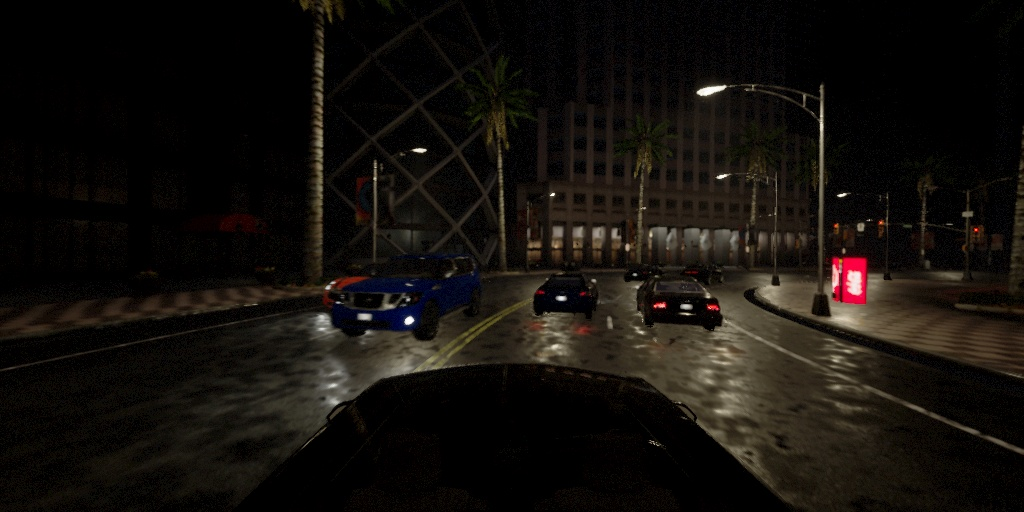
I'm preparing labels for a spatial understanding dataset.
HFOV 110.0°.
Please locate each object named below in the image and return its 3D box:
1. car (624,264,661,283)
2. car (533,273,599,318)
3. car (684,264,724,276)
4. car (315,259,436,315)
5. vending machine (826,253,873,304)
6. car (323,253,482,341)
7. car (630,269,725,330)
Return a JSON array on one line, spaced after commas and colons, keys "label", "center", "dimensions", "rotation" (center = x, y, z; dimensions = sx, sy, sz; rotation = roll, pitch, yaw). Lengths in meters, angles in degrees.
[{"label": "car", "center": [10.326, 1.334, 27.556], "dimensions": [1.994, 1.385, 4.181], "rotation": [0, 0, 43]}, {"label": "car", "center": [2.109, 1.302, 13.191], "dimensions": [1.994, 1.385, 4.181], "rotation": [0, 0, 16]}, {"label": "car", "center": [14.057, 1.310, 26.417], "dimensions": [4.892, 1.490, 1.837], "rotation": [1, -1, -44]}, {"label": "car", "center": [-5.029, 1.028, 14.077], "dimensions": [2.097, 1.767, 4.553], "rotation": [1, 0, 17]}, {"label": "vending machine", "center": [14.136, 1.030, 15.053], "dimensions": [1.100, 2.100, 0.880], "rotation": [0, 0, 27]}, {"label": "car", "center": [-2.522, 0.929, 10.257], "dimensions": [2.150, 2.045, 5.566], "rotation": [0, 0, 12]}, {"label": "car", "center": [5.031, 1.315, 11.359], "dimensions": [2.033, 1.411, 5.357], "rotation": [0, 0, 16]}]
